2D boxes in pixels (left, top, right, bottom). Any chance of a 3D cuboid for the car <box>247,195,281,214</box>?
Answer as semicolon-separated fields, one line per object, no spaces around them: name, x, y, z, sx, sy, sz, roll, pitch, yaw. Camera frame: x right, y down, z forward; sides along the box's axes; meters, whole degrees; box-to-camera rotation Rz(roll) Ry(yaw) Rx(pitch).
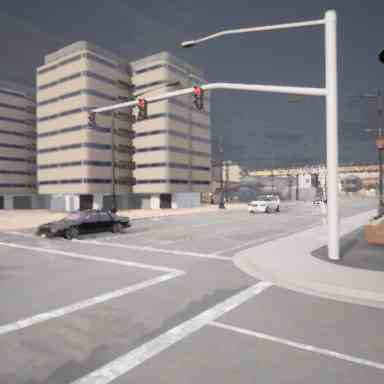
car;8.403;1.432;38.383;2.150;2.045;5.566;-1;0;35

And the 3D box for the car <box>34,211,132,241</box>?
car;-5.737;1.749;18.405;2.033;1.411;5.357;-1;-1;35

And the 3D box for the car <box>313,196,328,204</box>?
car;22.591;1.544;58.420;1.837;1.490;4.892;-1;-1;35
